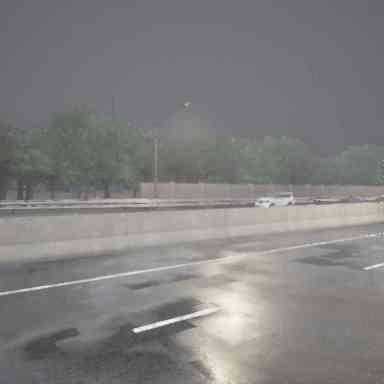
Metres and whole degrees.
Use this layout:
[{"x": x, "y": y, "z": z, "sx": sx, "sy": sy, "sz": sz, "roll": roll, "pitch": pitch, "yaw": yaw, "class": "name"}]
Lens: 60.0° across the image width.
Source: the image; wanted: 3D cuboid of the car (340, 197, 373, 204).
[{"x": 16.511, "y": 1.446, "z": 32.964, "sx": 5.357, "sy": 1.411, "sz": 2.033, "roll": 0, "pitch": 0, "yaw": -35, "class": "car"}]

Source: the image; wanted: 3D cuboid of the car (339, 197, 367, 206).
[{"x": 25.307, "y": 1.443, "z": 52.105, "sx": 4.718, "sy": 1.301, "sz": 1.895, "roll": 0, "pitch": 0, "yaw": -35, "class": "car"}]

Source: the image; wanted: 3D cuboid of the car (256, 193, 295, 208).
[{"x": 10.459, "y": 1.119, "z": 41.539, "sx": 5.566, "sy": 2.045, "sz": 2.150, "roll": 0, "pitch": 0, "yaw": -35, "class": "car"}]
